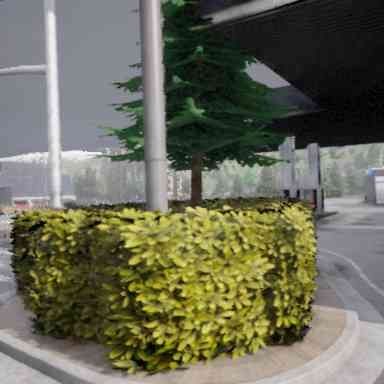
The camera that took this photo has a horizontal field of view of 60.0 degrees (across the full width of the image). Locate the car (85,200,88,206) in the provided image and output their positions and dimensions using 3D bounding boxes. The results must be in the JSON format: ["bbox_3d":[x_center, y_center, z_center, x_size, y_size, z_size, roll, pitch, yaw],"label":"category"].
[{"bbox_3d":[-22.086,2.490,62.315,3.866,1.878,1.905,-2,-1,35],"label":"car"}]

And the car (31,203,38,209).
[{"bbox_3d":[-17.127,2.158,39.264,4.605,1.855,1.932,-2,-1,35],"label":"car"}]

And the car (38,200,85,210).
[{"bbox_3d":[-12.614,1.919,32.033,3.866,1.878,1.905,-2,-1,35],"label":"car"}]

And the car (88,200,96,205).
[{"bbox_3d":[-20.742,2.480,64.924,4.605,1.855,1.932,-2,-1,35],"label":"car"}]

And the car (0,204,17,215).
[{"bbox_3d":[-29.480,2.761,51.876,5.027,1.636,2.152,-2,-1,35],"label":"car"}]

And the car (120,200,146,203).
[{"bbox_3d":[-9.338,2.145,49.013,4.514,1.523,2.007,-2,-1,35],"label":"car"}]

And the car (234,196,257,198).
[{"bbox_3d":[9.578,1.581,62.367,5.027,1.636,2.152,-2,-1,35],"label":"car"}]

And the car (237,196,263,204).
[{"bbox_3d":[11.349,1.545,64.957,4.514,1.523,2.007,-2,-1,35],"label":"car"}]

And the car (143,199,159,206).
[{"bbox_3d":[-9.876,2.469,80.003,3.633,1.501,1.845,-2,-1,35],"label":"car"}]
